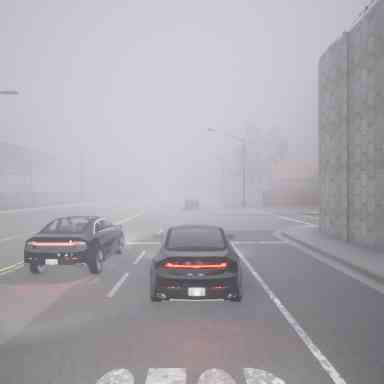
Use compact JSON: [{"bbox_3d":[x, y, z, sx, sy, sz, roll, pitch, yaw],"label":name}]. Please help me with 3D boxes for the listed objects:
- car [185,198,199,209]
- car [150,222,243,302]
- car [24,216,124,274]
[{"bbox_3d":[-0.022,1.492,44.232,2.128,1.511,4.902,0,0,0],"label":"car"},{"bbox_3d":[0.078,1.505,8.265,1.837,1.490,4.892,0,0,0],"label":"car"},{"bbox_3d":[-3.429,1.492,10.533,2.128,1.511,4.902,0,0,0],"label":"car"}]
